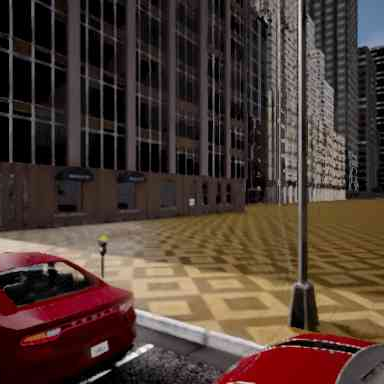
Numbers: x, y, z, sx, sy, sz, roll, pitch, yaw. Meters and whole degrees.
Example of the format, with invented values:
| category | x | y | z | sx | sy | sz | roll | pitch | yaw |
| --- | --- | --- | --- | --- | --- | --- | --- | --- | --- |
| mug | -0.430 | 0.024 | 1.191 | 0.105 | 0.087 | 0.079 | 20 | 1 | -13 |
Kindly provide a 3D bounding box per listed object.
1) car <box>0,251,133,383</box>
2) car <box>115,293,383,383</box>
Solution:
| category | x | y | z | sx | sy | sz | roll | pitch | yaw |
| --- | --- | --- | --- | --- | --- | --- | --- | --- | --- |
| car | -2.810 | 1.561 | 4.876 | 4.507 | 1.381 | 1.887 | 0 | 0 | 35 |
| car | 1.801 | 1.438 | 1.590 | 4.097 | 1.590 | 1.967 | 0 | 0 | 35 |
